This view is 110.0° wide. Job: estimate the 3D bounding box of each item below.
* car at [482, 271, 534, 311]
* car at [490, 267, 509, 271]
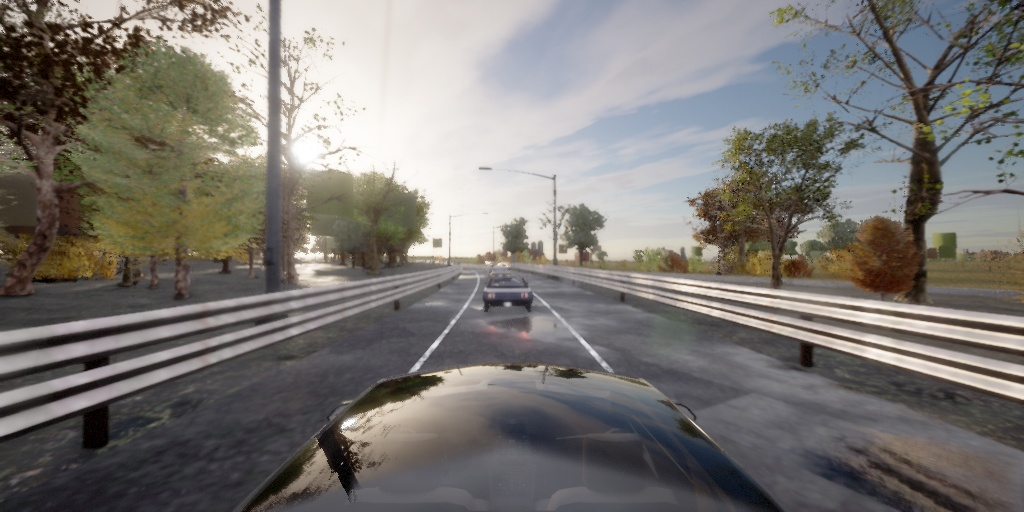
[{"bbox_3d":[-0.218,1.485,15.212,1.895,1.301,4.718,0,-1,-2],"label":"car"},{"bbox_3d":[-1.020,1.568,29.555,2.033,1.411,5.357,0,-1,-5],"label":"car"}]
